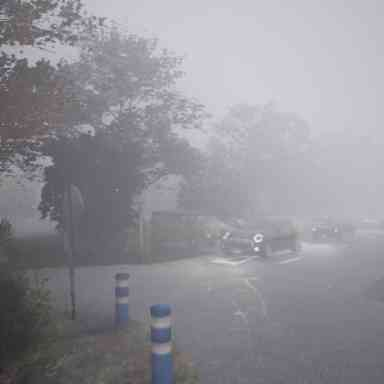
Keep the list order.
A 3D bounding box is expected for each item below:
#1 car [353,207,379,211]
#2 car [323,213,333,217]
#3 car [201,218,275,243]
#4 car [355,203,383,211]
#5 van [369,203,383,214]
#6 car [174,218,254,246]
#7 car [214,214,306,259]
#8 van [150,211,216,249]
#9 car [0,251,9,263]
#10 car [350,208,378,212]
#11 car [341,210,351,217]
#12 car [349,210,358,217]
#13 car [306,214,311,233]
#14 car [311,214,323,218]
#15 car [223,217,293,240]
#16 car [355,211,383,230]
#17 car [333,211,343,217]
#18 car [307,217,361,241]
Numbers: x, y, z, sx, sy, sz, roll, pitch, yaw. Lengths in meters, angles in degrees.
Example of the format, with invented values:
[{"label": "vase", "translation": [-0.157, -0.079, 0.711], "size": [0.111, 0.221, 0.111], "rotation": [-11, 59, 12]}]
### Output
[{"label": "car", "translation": [22.769, 3.256, 46.502], "size": [5.008, 1.535, 2.097], "rotation": [-2, -2, 40]}, {"label": "car", "translation": [10.269, 2.947, 31.508], "size": [4.792, 1.488, 2.163], "rotation": [-2, -3, 40]}, {"label": "car", "translation": [3.085, 2.551, 22.982], "size": [4.674, 1.452, 2.002], "rotation": [-2, -4, 40]}, {"label": "car", "translation": [24.535, 3.020, 48.662], "size": [5.566, 2.045, 2.435], "rotation": [-2, -2, 40]}, {"label": "van", "translation": [35.447, 2.988, 61.493], "size": [4.442, 1.987, 1.878], "rotation": [-2, -1, 40]}, {"label": "car", "translation": [1.297, 2.428, 20.849], "size": [4.674, 1.452, 2.002], "rotation": [-2, -4, 40]}, {"label": "car", "translation": [3.310, 1.982, 15.544], "size": [2.097, 1.767, 4.553], "rotation": [-2, -4, 40]}, {"label": "van", "translation": [-0.318, 2.042, 18.734], "size": [4.442, 1.987, 1.878], "rotation": [-1, -3, 40]}, {"label": "car", "translation": [-7.660, 2.075, 8.962], "size": [4.718, 1.301, 1.895], "rotation": [1, -2, -34]}, {"label": "car", "translation": [21.126, 3.225, 44.240], "size": [5.366, 1.575, 1.946], "rotation": [-2, -2, 40]}, {"label": "car", "translation": [13.832, 3.058, 35.802], "size": [5.008, 1.535, 2.097], "rotation": [-2, -3, 40]}, {"label": "car", "translation": [15.705, 3.118, 38.039], "size": [4.892, 1.521, 2.231], "rotation": [-2, -3, 40]}, {"label": "car", "translation": [6.605, 2.741, 27.470], "size": [5.366, 1.575, 1.946], "rotation": [-2, -4, 40]}, {"label": "car", "translation": [8.399, 2.838, 29.611], "size": [5.366, 1.575, 1.946], "rotation": [-2, -4, 40]}, {"label": "car", "translation": [4.934, 2.662, 25.229], "size": [4.792, 1.488, 2.163], "rotation": [-2, -4, 40]}, {"label": "car", "translation": [18.265, 2.969, 33.388], "size": [1.812, 1.442, 4.674], "rotation": [-2, -3, 40]}, {"label": "car", "translation": [12.041, 2.992, 33.664], "size": [5.008, 1.535, 2.097], "rotation": [-2, -3, 40]}, {"label": "car", "translation": [10.221, 2.686, 23.795], "size": [1.895, 1.301, 4.718], "rotation": [-2, -4, 40]}]
